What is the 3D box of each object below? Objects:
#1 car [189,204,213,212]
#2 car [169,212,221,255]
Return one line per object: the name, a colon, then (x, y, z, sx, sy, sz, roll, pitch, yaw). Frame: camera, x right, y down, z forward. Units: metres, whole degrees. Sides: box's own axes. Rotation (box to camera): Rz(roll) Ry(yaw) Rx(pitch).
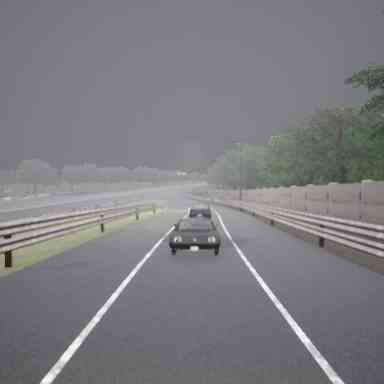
car: (0.787, 1.748, 29.316, 1.882, 1.535, 5.008, 0, 0, 3)
car: (0.156, 1.730, 13.990, 1.895, 1.301, 4.718, 0, 0, 2)
